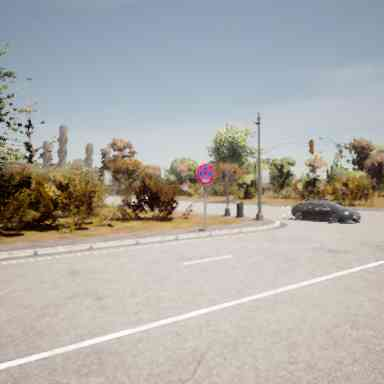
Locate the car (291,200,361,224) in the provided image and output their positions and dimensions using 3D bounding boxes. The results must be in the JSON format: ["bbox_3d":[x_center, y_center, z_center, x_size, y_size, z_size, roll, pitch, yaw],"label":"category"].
[{"bbox_3d":[9.192,1.373,23.165,1.837,1.490,4.892,-1,1,-32],"label":"car"}]
